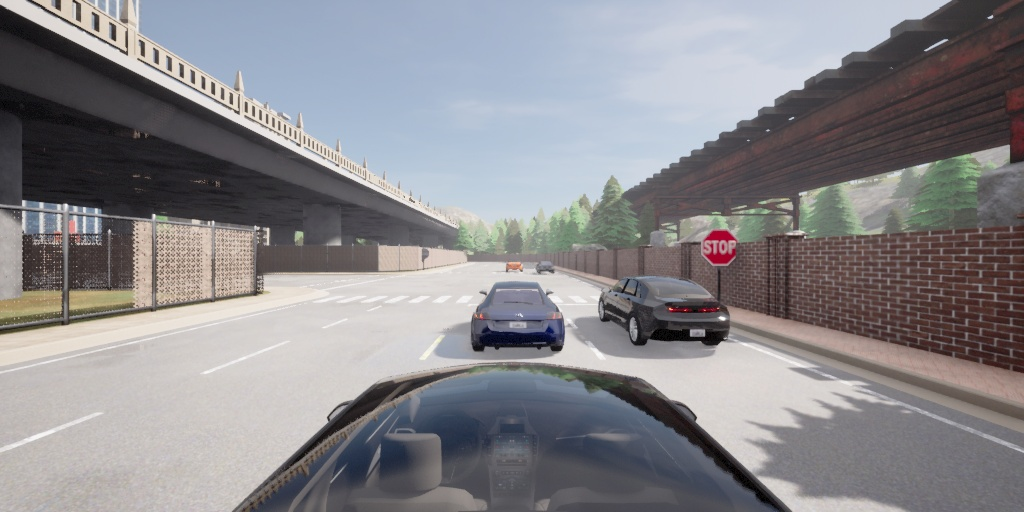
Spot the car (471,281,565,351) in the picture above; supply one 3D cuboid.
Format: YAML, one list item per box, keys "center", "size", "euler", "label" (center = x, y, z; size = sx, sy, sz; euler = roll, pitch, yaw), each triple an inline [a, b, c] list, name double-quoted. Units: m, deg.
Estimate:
- center: [0.117, 1.314, 8.987]
  size: [1.994, 1.385, 4.181]
  euler: [0, 0, 0]
  label: "car"

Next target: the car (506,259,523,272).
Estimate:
- center: [0.269, 1.102, 45.792]
  size: [2.097, 1.767, 4.553]
  euler: [0, 0, 0]
  label: "car"

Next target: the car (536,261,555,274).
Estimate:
- center: [3.824, 1.297, 41.919]
  size: [2.033, 1.411, 5.357]
  euler: [0, 0, 0]
  label: "car"

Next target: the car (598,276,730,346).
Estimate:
- center: [3.620, 1.255, 9.412]
  size: [1.837, 1.490, 4.892]
  euler: [0, 0, 0]
  label: "car"
